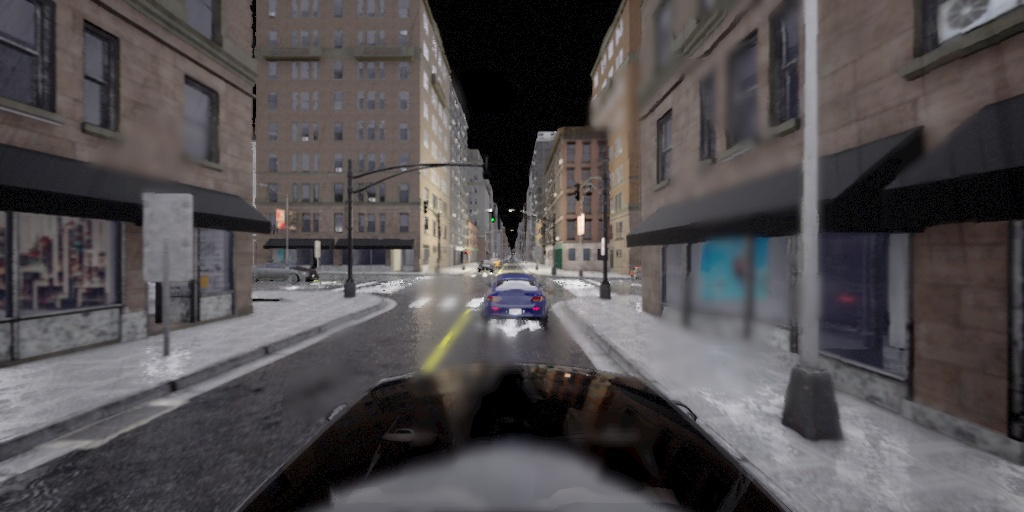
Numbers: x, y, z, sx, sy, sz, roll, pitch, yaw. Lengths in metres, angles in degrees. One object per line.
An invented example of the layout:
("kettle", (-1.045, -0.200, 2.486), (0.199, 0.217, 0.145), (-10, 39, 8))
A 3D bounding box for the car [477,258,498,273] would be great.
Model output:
("car", (-3.087, 1.203, 43.331), (1.837, 1.490, 4.892), (0, 1, 0))

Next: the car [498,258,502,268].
("car", (-3.018, 1.157, 57.549), (1.882, 1.535, 5.008), (0, 0, 1))

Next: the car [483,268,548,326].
("car", (0.100, 1.266, 11.520), (1.812, 1.442, 4.674), (0, 0, 0))

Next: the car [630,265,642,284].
("car", (11.652, 1.425, 26.945), (4.902, 1.511, 2.128), (1, 0, 0))

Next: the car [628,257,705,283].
("car", (12.917, 1.171, 30.214), (5.566, 2.045, 2.150), (1, 0, -1))

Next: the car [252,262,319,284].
("car", (-15.049, 1.076, 23.583), (4.181, 1.385, 1.994), (1, 0, 1))
